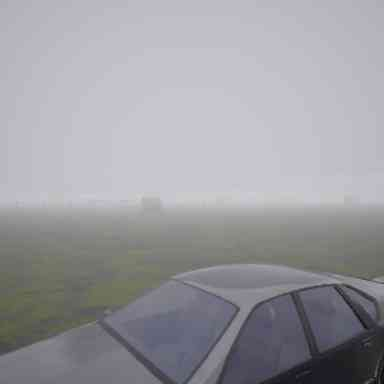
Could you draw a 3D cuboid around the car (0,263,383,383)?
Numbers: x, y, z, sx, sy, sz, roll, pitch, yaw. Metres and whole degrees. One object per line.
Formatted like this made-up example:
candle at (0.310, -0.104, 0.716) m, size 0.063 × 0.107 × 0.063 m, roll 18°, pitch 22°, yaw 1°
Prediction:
car at (0.473, 1.550, 3.406) m, size 5.357 × 1.411 × 2.033 m, roll 0°, pitch 0°, yaw -35°
